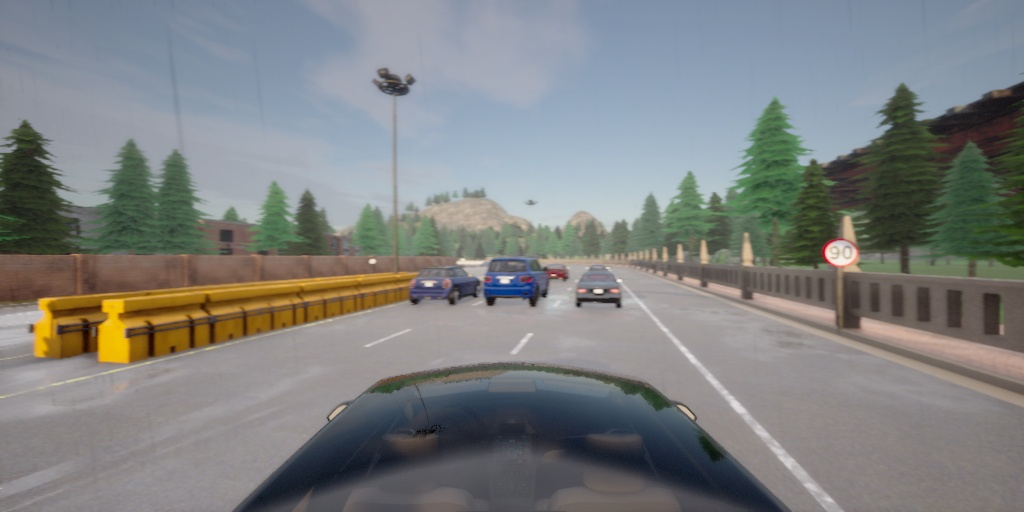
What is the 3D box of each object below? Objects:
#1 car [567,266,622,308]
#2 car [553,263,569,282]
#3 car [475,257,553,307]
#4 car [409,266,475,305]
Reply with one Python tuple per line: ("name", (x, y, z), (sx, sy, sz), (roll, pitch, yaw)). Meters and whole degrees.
("car", (3.748, 1.353, 15.598), (2.033, 1.411, 5.357), (-1, 0, 13))
("car", (3.934, 1.400, 31.463), (1.882, 1.535, 5.008), (-1, 0, 14))
("car", (0.346, 1.073, 16.441), (2.150, 2.045, 5.566), (-1, 0, 13))
("car", (-3.041, 1.257, 17.309), (2.097, 1.767, 4.553), (-1, -1, 13))
